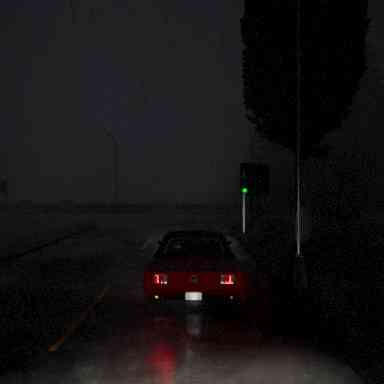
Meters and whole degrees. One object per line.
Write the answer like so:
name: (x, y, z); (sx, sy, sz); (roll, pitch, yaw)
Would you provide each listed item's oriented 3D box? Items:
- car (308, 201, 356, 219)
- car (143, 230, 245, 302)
car: (11.589, 1.491, 28.706); (4.902, 1.511, 2.128); (0, 0, 0)
car: (0.062, 1.601, 8.249); (1.895, 1.301, 4.718); (0, 0, 1)
